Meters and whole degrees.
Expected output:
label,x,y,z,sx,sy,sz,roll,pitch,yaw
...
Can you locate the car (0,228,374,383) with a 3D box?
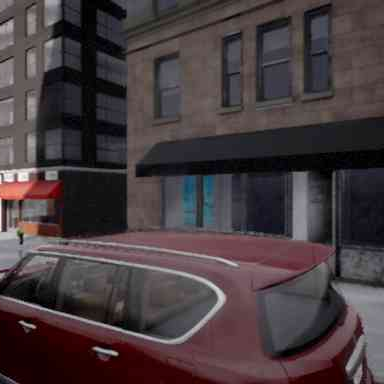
label,x,y,z,sx,sy,sz,roll,pitch,yaw
car,-0.817,1.349,3.651,5.009,1.841,2.192,-1,0,35
